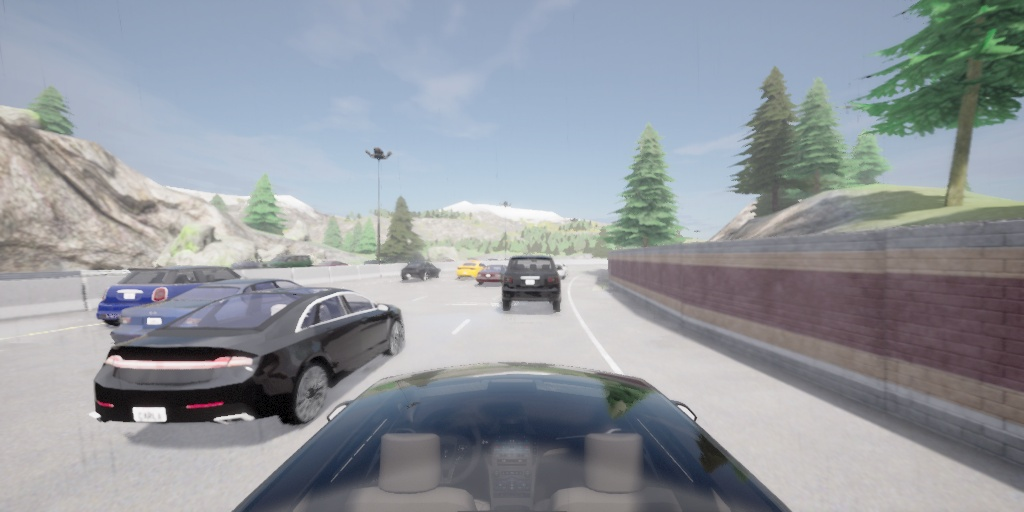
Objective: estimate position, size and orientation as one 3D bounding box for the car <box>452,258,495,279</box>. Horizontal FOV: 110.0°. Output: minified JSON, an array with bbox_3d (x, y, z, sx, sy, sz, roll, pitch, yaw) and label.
[{"bbox_3d":[-3.295,1.234,31.794,1.882,1.535,5.008,0,0,13],"label":"car"}]

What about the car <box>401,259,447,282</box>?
[{"bbox_3d":[-7.361,1.248,29.551,1.837,1.490,4.892,0,0,11],"label":"car"}]

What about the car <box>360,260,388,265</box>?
[{"bbox_3d":[-15.742,1.228,40.468,1.837,1.490,4.892,0,0,16],"label":"car"}]

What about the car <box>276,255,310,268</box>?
[{"bbox_3d":[-23.674,0.917,37.766,2.150,2.045,5.566,0,0,14],"label":"car"}]

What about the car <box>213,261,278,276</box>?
[{"bbox_3d":[-27.416,1.233,37.127,2.033,1.411,5.357,0,0,13],"label":"car"}]

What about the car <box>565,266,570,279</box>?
[{"bbox_3d":[4.074,1.306,32.553,1.812,1.442,4.674,0,0,14],"label":"car"}]

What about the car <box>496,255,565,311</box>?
[{"bbox_3d":[0.894,0.982,14.815,2.150,2.045,5.566,0,0,6],"label":"car"}]

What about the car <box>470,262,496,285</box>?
[{"bbox_3d":[-1.072,1.308,25.563,2.033,1.411,5.357,0,0,11],"label":"car"}]

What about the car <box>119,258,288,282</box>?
[{"bbox_3d":[-9.901,1.077,11.542,2.097,1.767,4.553,0,0,4],"label":"car"}]

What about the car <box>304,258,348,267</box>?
[{"bbox_3d":[-19.742,1.235,38.963,1.812,1.442,4.674,0,0,14],"label":"car"}]

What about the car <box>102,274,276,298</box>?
[{"bbox_3d":[-6.608,1.281,9.282,2.033,1.411,5.357,0,0,4],"label":"car"}]

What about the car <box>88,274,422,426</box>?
[{"bbox_3d":[-3.237,1.234,5.698,2.128,1.511,4.902,0,0,2],"label":"car"}]
